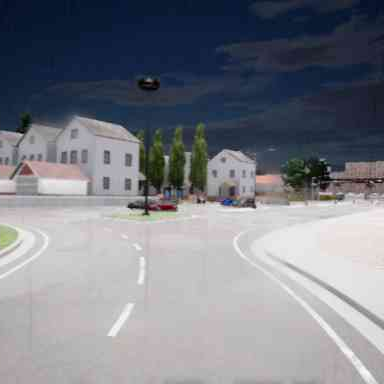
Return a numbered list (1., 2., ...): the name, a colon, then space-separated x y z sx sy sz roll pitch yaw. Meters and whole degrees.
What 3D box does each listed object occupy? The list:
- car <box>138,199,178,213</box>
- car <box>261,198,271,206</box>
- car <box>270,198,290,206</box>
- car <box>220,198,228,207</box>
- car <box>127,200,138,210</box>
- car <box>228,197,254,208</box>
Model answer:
1. car: -3.508 1.546 37.270 1.994 1.385 4.181 1 0 44
2. car: 15.741 1.983 68.104 2.128 1.511 4.902 1 0 36
3. car: 17.459 2.050 64.544 1.994 1.385 4.181 1 0 37
4. car: 6.598 1.713 55.733 1.882 1.535 5.008 1 0 37
5. car: -5.755 1.501 39.932 1.994 1.385 4.181 1 0 43
6. car: 8.120 1.615 51.915 2.097 1.767 4.553 1 0 37
